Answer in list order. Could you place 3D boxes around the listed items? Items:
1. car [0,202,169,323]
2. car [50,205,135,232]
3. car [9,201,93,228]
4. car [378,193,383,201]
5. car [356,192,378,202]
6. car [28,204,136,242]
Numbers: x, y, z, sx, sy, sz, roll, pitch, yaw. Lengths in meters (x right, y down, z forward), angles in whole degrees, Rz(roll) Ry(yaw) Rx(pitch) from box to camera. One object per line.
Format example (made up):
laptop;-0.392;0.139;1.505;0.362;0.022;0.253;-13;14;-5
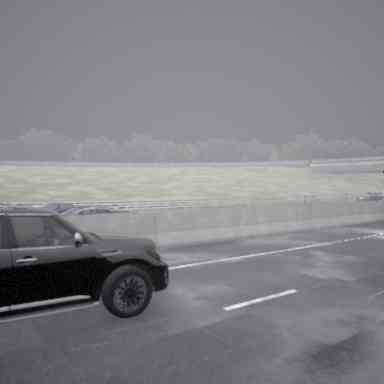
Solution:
car;-3.130;1.219;5.748;5.566;2.045;2.150;0;0;-35
car;-6.185;1.582;20.921;4.718;1.301;1.895;0;0;-35
car;-9.597;1.461;22.810;5.008;1.535;1.882;0;0;-35
car;27.477;0.745;44.299;4.902;1.511;2.128;-2;1;-35
car;25.134;0.754;46.931;4.902;1.511;2.128;-2;1;-35
car;-5.563;1.477;17.089;4.902;1.511;2.128;0;0;-35
